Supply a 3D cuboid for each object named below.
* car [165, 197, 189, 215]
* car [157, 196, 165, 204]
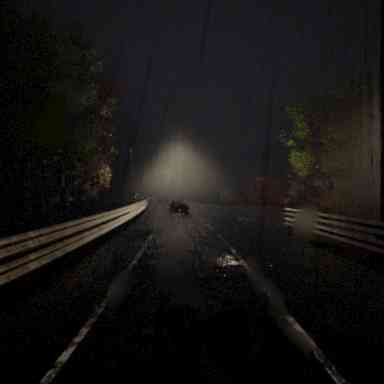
[{"bbox_3d":[-1.403,1.511,33.968,2.128,1.511,4.902,0,0,-6],"label":"car"},{"bbox_3d":[-5.821,1.557,66.153,1.994,1.385,4.181,0,0,-11],"label":"car"}]
